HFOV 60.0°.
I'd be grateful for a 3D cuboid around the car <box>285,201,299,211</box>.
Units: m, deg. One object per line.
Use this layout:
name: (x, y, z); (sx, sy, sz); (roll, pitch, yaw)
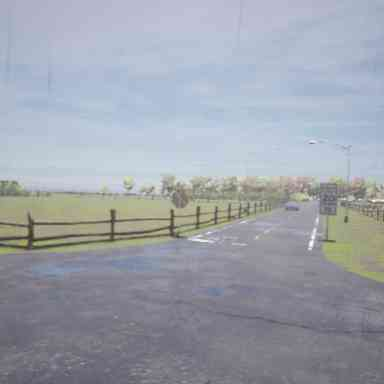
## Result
car: (15.964, 2.205, 52.880); (1.812, 1.442, 4.674); (2, 0, 22)
